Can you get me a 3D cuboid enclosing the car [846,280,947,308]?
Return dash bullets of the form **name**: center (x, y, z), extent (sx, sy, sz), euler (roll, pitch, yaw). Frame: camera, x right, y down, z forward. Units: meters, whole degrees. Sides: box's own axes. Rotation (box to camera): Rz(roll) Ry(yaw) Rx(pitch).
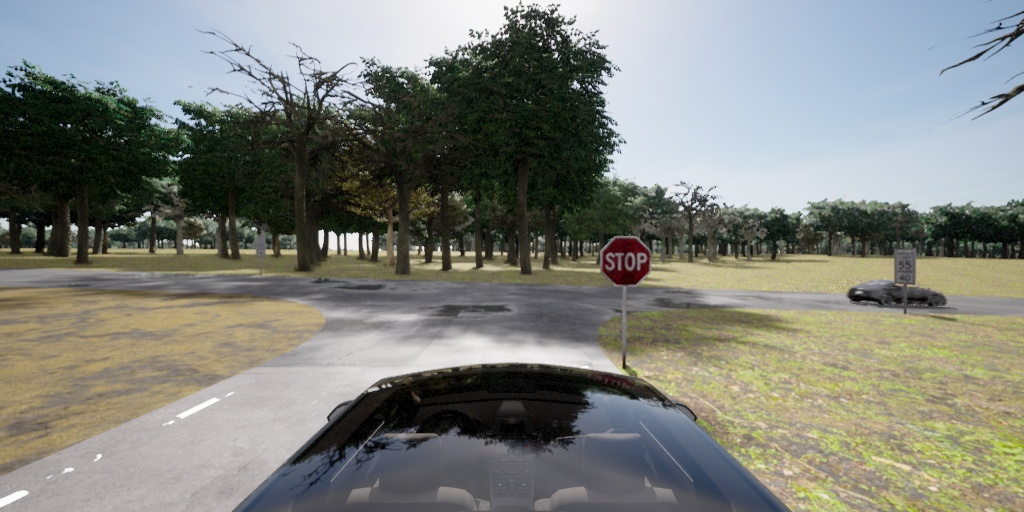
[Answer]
- **car**: center (21.388, 2.047, 20.035), extent (4.181, 1.385, 1.994), euler (2, 0, -1)
